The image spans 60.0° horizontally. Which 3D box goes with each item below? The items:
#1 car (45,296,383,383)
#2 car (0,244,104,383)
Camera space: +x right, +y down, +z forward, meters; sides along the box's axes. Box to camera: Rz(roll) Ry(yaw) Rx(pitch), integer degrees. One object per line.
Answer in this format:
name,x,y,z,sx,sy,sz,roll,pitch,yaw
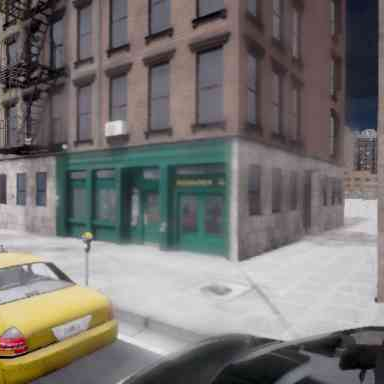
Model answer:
car,1.306,1.567,1.876,4.313,1.339,1.947,0,0,36
car,-3.237,1.493,5.120,4.829,1.417,1.752,0,0,36
